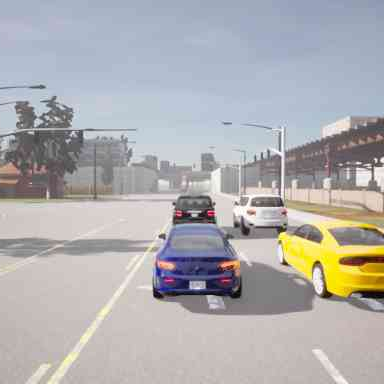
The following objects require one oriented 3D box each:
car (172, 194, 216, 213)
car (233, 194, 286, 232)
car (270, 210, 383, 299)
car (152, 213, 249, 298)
[{"bbox_3d":[0.113,1.130,17.821,2.150,2.045,5.566,0,0,0],"label":"car"},{"bbox_3d":[3.611,1.130,18.316,2.150,2.045,5.566,0,0,0],"label":"car"},{"bbox_3d":[3.606,1.452,8.482,1.882,1.535,5.008,0,0,0],"label":"car"},{"bbox_3d":[0.106,1.501,8.306,1.812,1.442,4.674,0,0,0],"label":"car"}]
